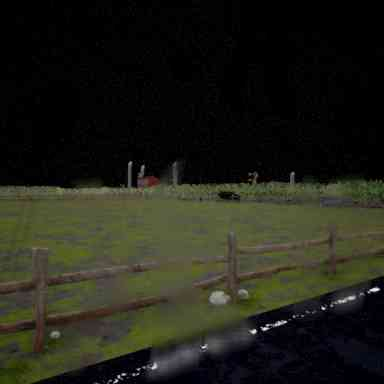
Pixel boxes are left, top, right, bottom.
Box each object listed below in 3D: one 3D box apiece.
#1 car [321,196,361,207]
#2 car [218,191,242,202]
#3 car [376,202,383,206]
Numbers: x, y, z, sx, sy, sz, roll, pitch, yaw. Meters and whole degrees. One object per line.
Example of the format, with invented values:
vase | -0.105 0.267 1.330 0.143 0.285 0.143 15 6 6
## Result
car | 21.328 1.344 47.665 2.033 1.411 5.357 1 0 -35
car | 7.681 0.879 67.178 2.150 2.045 5.566 1 -1 -35
car | 27.267 1.486 44.438 1.895 1.301 4.718 1 0 -36
